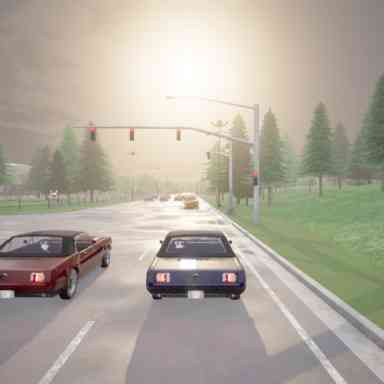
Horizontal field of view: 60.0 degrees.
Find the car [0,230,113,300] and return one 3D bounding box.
[{"bbox_3d":[-3.405,1.601,8.360,1.895,1.301,4.718,0,0,0],"label":"car"}]

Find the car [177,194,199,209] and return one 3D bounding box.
[{"bbox_3d":[-0.373,1.051,46.618,1.882,1.535,5.008,-10,17,-8],"label":"car"}]

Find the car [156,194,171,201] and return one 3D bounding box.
[{"bbox_3d":[-6.844,1.530,80.638,2.033,1.411,5.357,0,0,0],"label":"car"}]

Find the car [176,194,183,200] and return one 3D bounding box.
[{"bbox_3d":[-3.324,1.355,91.051,1.812,1.442,4.674,0,0,0],"label":"car"}]

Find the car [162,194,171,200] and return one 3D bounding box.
[{"bbox_3d":[-6.824,1.370,91.058,2.033,1.411,5.357,0,0,0],"label":"car"}]

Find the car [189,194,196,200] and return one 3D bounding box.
[{"bbox_3d":[0.176,1.370,91.044,2.033,1.411,5.357,0,0,0],"label":"car"}]

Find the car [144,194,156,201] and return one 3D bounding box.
[{"bbox_3d":[-10.344,1.530,80.644,2.033,1.411,5.357,0,0,0],"label":"car"}]

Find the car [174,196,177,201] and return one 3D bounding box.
[{"bbox_3d":[-3.343,1.543,81.047,1.994,1.385,4.181,0,0,0],"label":"car"}]

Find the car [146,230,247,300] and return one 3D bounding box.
[{"bbox_3d":[0.095,1.601,8.336,1.895,1.301,4.718,0,0,0],"label":"car"}]

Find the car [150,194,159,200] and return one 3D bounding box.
[{"bbox_3d":[-10.324,1.330,91.064,1.837,1.490,4.892,0,0,0],"label":"car"}]

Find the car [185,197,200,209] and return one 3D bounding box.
[{"bbox_3d":[0.097,1.590,50.001,2.033,1.411,5.357,0,2,0],"label":"car"}]
